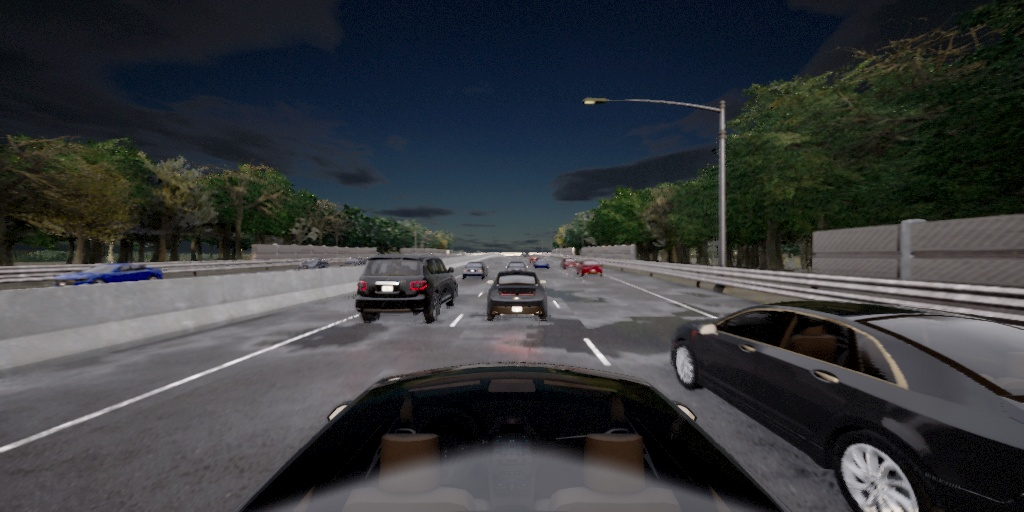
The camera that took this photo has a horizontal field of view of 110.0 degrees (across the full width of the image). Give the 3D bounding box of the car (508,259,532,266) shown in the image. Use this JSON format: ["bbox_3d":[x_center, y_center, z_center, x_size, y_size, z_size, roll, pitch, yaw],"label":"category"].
[{"bbox_3d":[0.396,1.209,31.294,2.033,1.411,5.357,0,0,1],"label":"car"}]

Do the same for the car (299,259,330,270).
[{"bbox_3d":[-24.107,1.099,43.860,1.994,1.385,4.181,0,1,1],"label":"car"}]

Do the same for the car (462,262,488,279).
[{"bbox_3d":[-3.110,1.212,30.926,2.033,1.411,5.357,0,0,1],"label":"car"}]

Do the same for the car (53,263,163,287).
[{"bbox_3d":[-23.716,1.203,21.342,1.882,1.535,5.008,0,0,-2],"label":"car"}]

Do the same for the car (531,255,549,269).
[{"bbox_3d":[4.052,1.008,50.378,1.994,1.385,4.181,0,1,1],"label":"car"}]

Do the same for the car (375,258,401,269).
[{"bbox_3d":[-17.029,1.024,49.493,1.994,1.385,4.181,0,1,1],"label":"car"}]

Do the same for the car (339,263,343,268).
[{"bbox_3d":[-20.575,1.039,47.141,2.033,1.411,5.357,0,1,1],"label":"car"}]

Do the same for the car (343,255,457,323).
[{"bbox_3d":[-3.339,0.972,12.358,2.150,2.045,5.566,0,0,1],"label":"car"}]

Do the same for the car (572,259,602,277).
[{"bbox_3d":[7.235,1.116,33.993,1.882,1.535,5.008,0,0,2],"label":"car"}]

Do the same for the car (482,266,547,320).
[{"bbox_3d":[0.166,1.255,12.561,1.837,1.490,4.892,0,0,1],"label":"car"}]

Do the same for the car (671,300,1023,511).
[{"bbox_3d":[3.508,1.248,3.954,1.837,1.490,4.892,0,0,0],"label":"car"}]

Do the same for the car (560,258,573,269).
[{"bbox_3d":[7.559,1.005,47.723,1.812,1.442,4.674,0,1,1],"label":"car"}]
